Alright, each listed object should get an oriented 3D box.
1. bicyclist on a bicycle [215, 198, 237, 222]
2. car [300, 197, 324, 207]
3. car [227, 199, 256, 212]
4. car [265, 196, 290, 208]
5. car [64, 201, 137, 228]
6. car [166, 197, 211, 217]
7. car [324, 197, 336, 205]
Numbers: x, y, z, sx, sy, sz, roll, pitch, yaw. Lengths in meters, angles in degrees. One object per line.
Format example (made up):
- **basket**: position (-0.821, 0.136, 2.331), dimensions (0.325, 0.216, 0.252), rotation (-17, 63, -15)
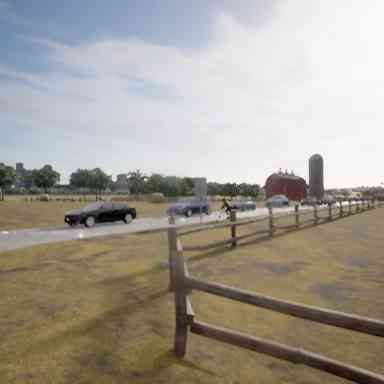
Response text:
- **bicyclist on a bicycle**: position (2.290, 1.266, 22.443), dimensions (1.656, 1.620, 0.582), rotation (1, 0, 36)
- **car**: position (17.449, 1.485, 48.857), dimensions (1.895, 1.301, 4.718), rotation (-1, -1, 35)
- **car**: position (5.539, 1.456, 37.252), dimensions (1.994, 1.385, 4.181), rotation (-1, -1, 36)
- **car**: position (11.771, 1.268, 45.896), dimensions (2.097, 1.767, 4.553), rotation (-1, -1, 36)
- **car**: position (-5.788, 1.343, 21.422), dimensions (1.882, 1.535, 5.008), rotation (-1, -1, 35)
- **car**: position (-0.229, 1.230, 29.209), dimensions (2.097, 1.767, 4.553), rotation (-1, -1, 36)
- **car**: position (23.239, 1.494, 56.936), dimensions (2.033, 1.411, 5.357), rotation (-1, -1, 35)
